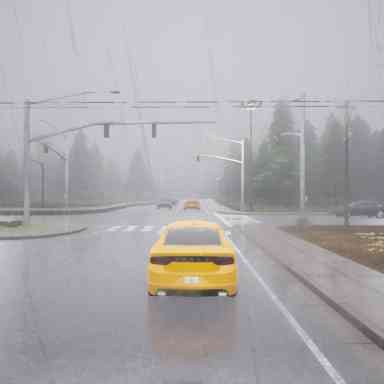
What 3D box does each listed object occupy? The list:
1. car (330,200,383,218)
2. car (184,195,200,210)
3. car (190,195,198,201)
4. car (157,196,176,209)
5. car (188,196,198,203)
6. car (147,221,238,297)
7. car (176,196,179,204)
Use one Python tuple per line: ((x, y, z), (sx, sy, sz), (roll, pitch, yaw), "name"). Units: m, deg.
((14.889, 1.531, 29.630), (4.892, 1.490, 1.837), (0, 0, 1), "car")
((-0.012, 1.478, 42.304), (1.882, 1.535, 5.008), (0, 0, 0), "car")
((0.637, 1.442, 83.258), (1.837, 1.490, 4.892), (0, 0, 2), "car")
((-3.612, 1.547, 45.064), (2.033, 1.411, 5.357), (0, 0, 0), "car")
((0.246, 1.537, 72.865), (2.033, 1.411, 5.357), (0, 0, 2), "car")
((0.043, 1.474, 8.642), (1.882, 1.535, 5.008), (0, 0, 1), "car")
((-3.589, 1.601, 55.242), (1.895, 1.301, 4.718), (0, 0, 1), "car")
